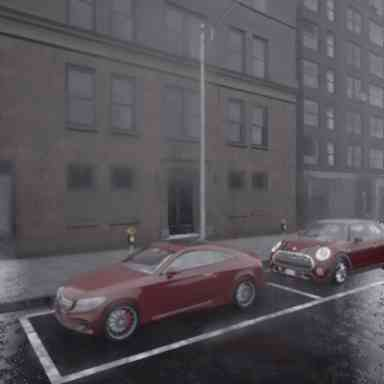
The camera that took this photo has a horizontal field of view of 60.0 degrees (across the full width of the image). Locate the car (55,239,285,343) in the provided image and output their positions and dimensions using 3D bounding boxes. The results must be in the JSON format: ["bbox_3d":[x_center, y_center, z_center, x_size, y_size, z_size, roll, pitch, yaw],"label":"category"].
[{"bbox_3d":[-0.369,1.613,6.395,4.206,1.307,1.802,1,-1,-35],"label":"car"}]

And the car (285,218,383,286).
[{"bbox_3d":[4.113,1.524,9.593,4.097,1.590,1.967,1,-1,-35],"label":"car"}]
